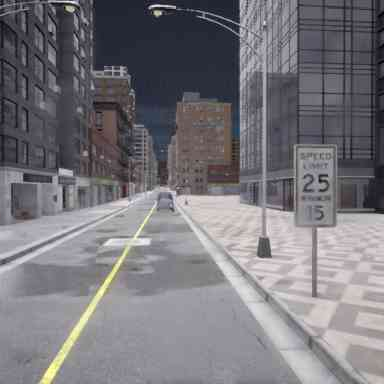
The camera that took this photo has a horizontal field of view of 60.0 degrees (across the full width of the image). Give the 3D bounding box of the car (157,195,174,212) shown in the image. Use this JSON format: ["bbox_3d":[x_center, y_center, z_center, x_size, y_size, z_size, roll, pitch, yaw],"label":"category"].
[{"bbox_3d":[-2.923,1.391,36.725,2.033,1.411,5.357,0,0,-5],"label":"car"}]

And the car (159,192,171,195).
[{"bbox_3d":[-3.827,0.982,47.362,2.150,2.045,5.566,0,1,-5],"label":"car"}]
